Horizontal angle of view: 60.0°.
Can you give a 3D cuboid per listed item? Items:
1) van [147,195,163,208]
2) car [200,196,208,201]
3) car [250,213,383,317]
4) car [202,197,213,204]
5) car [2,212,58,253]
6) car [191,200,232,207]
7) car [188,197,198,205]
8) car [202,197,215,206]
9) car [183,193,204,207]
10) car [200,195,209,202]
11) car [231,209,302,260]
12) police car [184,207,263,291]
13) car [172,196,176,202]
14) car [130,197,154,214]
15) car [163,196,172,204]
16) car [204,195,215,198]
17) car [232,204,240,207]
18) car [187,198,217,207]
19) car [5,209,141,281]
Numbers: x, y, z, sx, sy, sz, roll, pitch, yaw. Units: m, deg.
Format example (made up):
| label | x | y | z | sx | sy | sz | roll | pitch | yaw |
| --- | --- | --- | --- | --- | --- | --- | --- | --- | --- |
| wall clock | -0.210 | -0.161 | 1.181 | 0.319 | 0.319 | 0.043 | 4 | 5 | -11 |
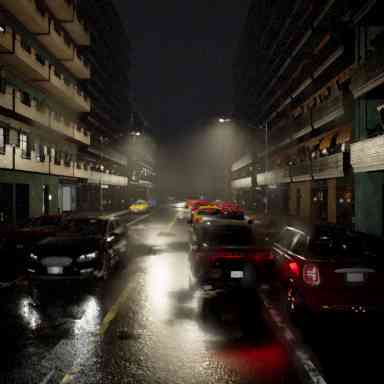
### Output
| label | x | y | z | sx | sy | sz | roll | pitch | yaw |
| --- | --- | --- | --- | --- | --- | --- | --- | --- | --- |
| van | -5.533 | 1.377 | 47.139 | 1.690 | 1.788 | 3.998 | 0 | 0 | 0 |
| car | 2.984 | 1.713 | 86.715 | 1.947 | 1.339 | 4.313 | 0 | 0 | 0 |
| car | 2.712 | 1.440 | 7.452 | 1.967 | 1.590 | 4.097 | 0 | 0 | 0 |
| car | 2.906 | 1.627 | 64.071 | 2.008 | 1.369 | 4.403 | 0 | 0 | 0 |
| car | -5.649 | 1.548 | 13.167 | 1.887 | 1.381 | 4.507 | 0 | 0 | 0 |
| car | 0.964 | 1.462 | 19.276 | 1.801 | 1.575 | 5.366 | 0 | 0 | 0 |
| car | 0.208 | 1.593 | 60.748 | 1.812 | 1.442 | 4.674 | 0 | 0 | 0 |
| car | 2.887 | 1.613 | 58.409 | 2.008 | 1.369 | 4.403 | 0 | 0 | 0 |
| car | 0.201 | 1.387 | 46.706 | 2.097 | 1.767 | 4.553 | 0 | 0 | 1 |
| car | 2.964 | 1.567 | 81.056 | 1.967 | 1.590 | 4.097 | 0 | 0 | 0 |
| car | 2.732 | 1.529 | 13.285 | 1.752 | 1.417 | 4.829 | 0 | 0 | 0 |
| police car | 0.830 | 1.427 | 9.176 | 1.930 | 1.638 | 5.238 | 0 | 0 | -1 |
| car | -5.416 | 1.651 | 80.940 | 1.752 | 1.417 | 4.829 | 0 | 0 | 0 |
| car | -5.572 | 1.543 | 35.645 | 1.752 | 1.417 | 4.829 | 0 | 0 | 0 |
| car | -5.475 | 1.516 | 64.124 | 1.967 | 1.590 | 4.097 | 0 | 0 | 0 |
| car | 2.866 | 1.363 | 52.747 | 2.192 | 1.841 | 5.009 | 0 | 0 | 0 |
| car | 2.770 | 1.554 | 24.439 | 1.887 | 1.381 | 4.507 | 0 | 0 | 0 |
| car | 0.828 | 1.489 | 25.050 | 1.882 | 1.535 | 5.008 | 0 | 0 | -3 |
| car | -3.068 | 1.493 | 9.921 | 2.128 | 1.511 | 4.902 | 0 | 0 | 0 |
